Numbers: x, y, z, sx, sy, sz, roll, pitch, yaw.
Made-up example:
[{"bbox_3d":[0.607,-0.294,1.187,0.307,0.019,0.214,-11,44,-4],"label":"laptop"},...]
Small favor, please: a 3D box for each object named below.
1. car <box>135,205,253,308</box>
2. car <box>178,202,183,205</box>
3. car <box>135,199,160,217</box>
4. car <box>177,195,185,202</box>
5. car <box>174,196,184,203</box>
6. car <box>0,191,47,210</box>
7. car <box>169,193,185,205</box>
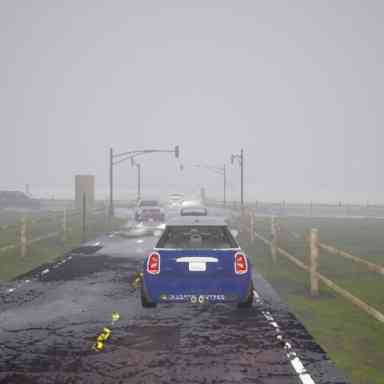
[{"bbox_3d":[0.096,1.352,8.068,2.097,1.767,4.553,0,0,0],"label":"car"},{"bbox_3d":[0.091,1.506,17.234,1.837,1.490,4.892,0,0,0],"label":"car"},{"bbox_3d":[-3.254,1.354,25.421,2.097,1.767,4.553,0,0,-11],"label":"car"},{"bbox_3d":[-2.700,1.541,80.242,1.812,1.442,4.674,0,0,0],"label":"car"},{"bbox_3d":[-2.733,1.608,69.900,1.895,1.301,4.718,0,0,0],"label":"car"},{"bbox_3d":[-18.826,0.892,36.351,5.566,2.045,2.150,1,0,0],"label":"car"},{"bbox_3d":[-2.838,1.230,59.878,2.150,2.045,5.566,0,0,0],"label":"car"}]
